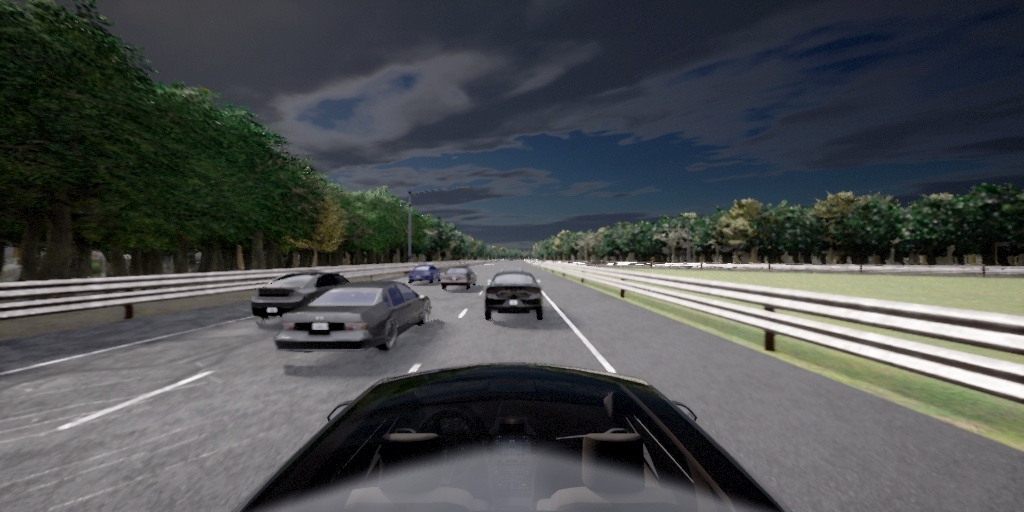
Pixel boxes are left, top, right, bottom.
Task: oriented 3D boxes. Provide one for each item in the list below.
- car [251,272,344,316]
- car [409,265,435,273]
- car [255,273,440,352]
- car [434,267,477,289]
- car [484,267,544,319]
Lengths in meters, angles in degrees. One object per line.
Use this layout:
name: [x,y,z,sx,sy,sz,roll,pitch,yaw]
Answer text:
car: [-6.928,1.310,12.796,1.837,1.490,4.892,0,0,0]
car: [-6.919,1.414,28.807,1.812,1.442,4.674,0,0,0]
car: [-3.456,1.332,9.002,2.033,1.411,5.357,0,0,0]
car: [-3.454,1.410,24.010,2.033,1.411,5.357,0,0,0]
car: [0.073,1.284,13.132,1.882,1.535,5.008,0,-1,1]
